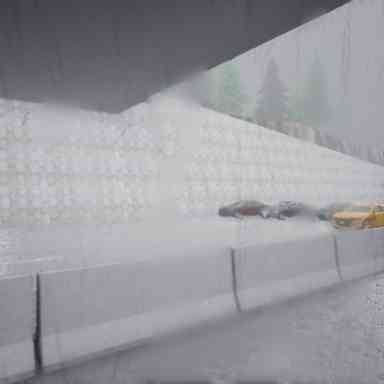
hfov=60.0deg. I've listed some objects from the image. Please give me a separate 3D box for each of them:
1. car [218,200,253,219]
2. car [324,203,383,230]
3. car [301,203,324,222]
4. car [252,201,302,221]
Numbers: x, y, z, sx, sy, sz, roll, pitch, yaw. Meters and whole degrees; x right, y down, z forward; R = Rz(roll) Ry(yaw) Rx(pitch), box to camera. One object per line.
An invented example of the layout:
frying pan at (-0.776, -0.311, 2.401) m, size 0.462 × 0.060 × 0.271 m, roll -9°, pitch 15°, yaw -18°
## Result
car at (4.510, 1.435, 28.612) m, size 5.008 × 1.535 × 1.882 m, roll 0°, pitch 0°, yaw -35°
car at (10.398, 1.438, 19.916) m, size 5.008 × 1.535 × 1.882 m, roll 0°, pitch 0°, yaw -35°
car at (10.756, 1.501, 24.436) m, size 5.357 × 1.411 × 2.033 m, roll 0°, pitch 0°, yaw -35°
car at (7.498, 1.449, 26.432) m, size 4.902 × 1.511 × 2.128 m, roll 0°, pitch 0°, yaw -35°
